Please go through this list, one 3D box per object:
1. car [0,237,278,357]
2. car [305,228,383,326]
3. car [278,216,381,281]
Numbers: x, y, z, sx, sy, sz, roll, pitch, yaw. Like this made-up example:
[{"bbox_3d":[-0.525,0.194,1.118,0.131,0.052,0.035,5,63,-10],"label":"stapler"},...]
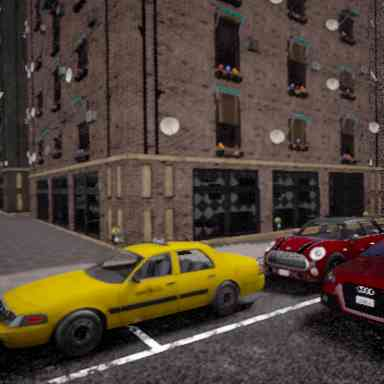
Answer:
[{"bbox_3d":[-0.797,1.532,6.000,4.829,1.417,1.752,0,-1,-35],"label":"car"},{"bbox_3d":[4.406,1.578,6.503,4.181,1.385,1.994,0,0,-35],"label":"car"},{"bbox_3d":[3.890,1.458,9.331,4.097,1.590,1.967,0,-1,-35],"label":"car"}]
